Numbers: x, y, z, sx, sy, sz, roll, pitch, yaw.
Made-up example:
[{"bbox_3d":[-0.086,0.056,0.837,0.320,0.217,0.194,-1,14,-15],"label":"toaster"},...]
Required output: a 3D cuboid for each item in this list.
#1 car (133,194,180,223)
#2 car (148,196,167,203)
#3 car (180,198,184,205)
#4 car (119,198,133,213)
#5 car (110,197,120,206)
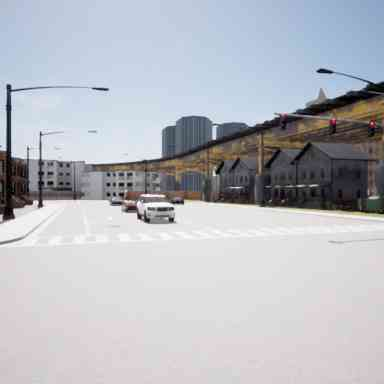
[{"bbox_3d":[-2.969,1.221,26.278,2.150,2.045,5.566,0,0,-19],"label":"car"},{"bbox_3d":[-7.092,1.525,67.780,1.812,1.442,4.674,0,0,-36],"label":"car"},{"bbox_3d":[-2.842,1.563,59.062,1.994,1.385,4.181,0,0,-22],"label":"car"},{"bbox_3d":[-6.776,1.600,37.611,1.895,1.301,4.718,0,0,-19],"label":"car"},{"bbox_3d":[-12.431,1.547,54.644,2.033,1.411,5.357,0,0,-19],"label":"car"}]
